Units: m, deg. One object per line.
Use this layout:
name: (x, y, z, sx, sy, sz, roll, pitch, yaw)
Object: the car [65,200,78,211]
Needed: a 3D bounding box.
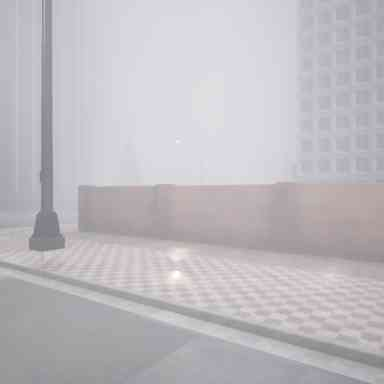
car: (-12.467, 1.491, 39.142, 2.128, 1.511, 4.902, 0, 0, 35)
